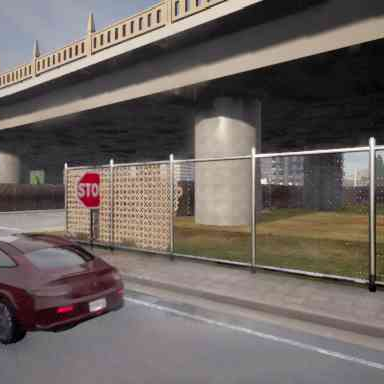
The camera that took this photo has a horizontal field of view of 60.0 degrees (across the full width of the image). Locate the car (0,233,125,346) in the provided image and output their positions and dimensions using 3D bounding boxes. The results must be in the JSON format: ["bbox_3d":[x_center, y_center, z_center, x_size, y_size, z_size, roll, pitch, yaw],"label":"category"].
[{"bbox_3d":[-3.284,1.526,6.328,4.674,1.442,1.812,0,0,35],"label":"car"}]
